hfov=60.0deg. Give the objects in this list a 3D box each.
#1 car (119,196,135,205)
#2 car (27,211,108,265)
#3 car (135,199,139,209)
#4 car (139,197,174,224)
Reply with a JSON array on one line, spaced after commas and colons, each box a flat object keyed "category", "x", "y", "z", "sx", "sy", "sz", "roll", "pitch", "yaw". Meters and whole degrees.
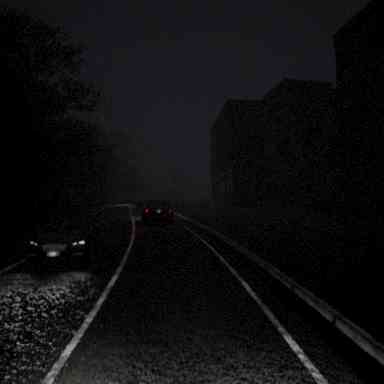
[{"category": "car", "x": -10.417, "y": 1.326, "z": 53.703, "sx": 1.895, "sy": 1.301, "sz": 4.718, "roll": 0, "pitch": 0, "yaw": 0}, {"category": "car", "x": -4.162, "y": 1.471, "z": 11.774, "sx": 2.128, "sy": 1.511, "sz": 4.902, "roll": 0, "pitch": 0, "yaw": -6}, {"category": "car", "x": -5.871, "y": 1.317, "z": 41.736, "sx": 1.882, "sy": 1.535, "sz": 5.008, "roll": 1, "pitch": 1, "yaw": -9}, {"category": "car", "x": -2.612, "y": 1.319, "z": 24.409, "sx": 2.097, "sy": 1.767, "sz": 4.553, "roll": 1, "pitch": 0, "yaw": -10}]
